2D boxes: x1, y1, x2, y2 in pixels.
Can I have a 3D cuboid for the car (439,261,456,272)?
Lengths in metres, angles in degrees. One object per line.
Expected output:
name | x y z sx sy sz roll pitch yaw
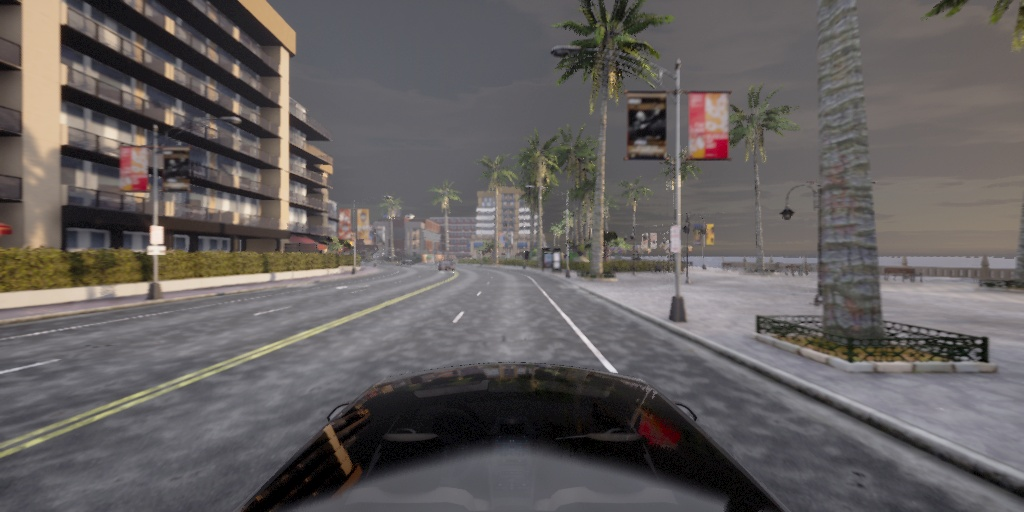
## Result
car | -8.550 1.360 47.044 1.994 1.385 4.181 0 1 -14
